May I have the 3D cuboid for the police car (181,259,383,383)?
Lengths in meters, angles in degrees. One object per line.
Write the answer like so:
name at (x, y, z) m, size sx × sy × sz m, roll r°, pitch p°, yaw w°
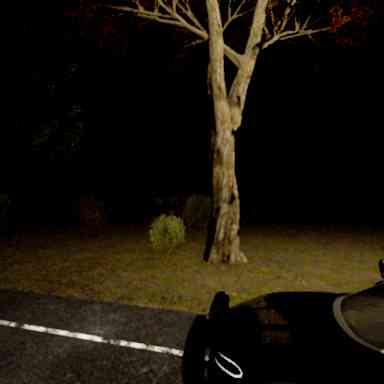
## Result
police car at (2.504, 1.422, 2.966) m, size 5.238 × 1.638 × 1.930 m, roll 0°, pitch 0°, yaw 19°
